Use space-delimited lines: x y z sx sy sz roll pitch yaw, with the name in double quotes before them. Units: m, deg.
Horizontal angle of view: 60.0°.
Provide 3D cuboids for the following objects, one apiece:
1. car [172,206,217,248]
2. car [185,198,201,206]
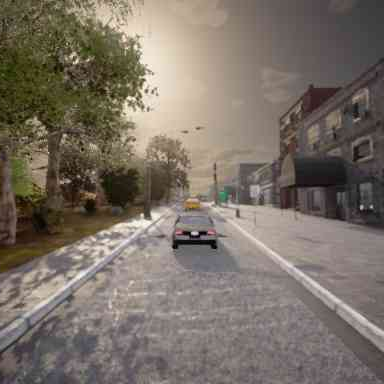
"car" 0.100 1.571 14.763 2.033 1.411 5.357 0 0 0
"car" 0.100 1.544 41.821 1.882 1.535 5.008 0 0 0
